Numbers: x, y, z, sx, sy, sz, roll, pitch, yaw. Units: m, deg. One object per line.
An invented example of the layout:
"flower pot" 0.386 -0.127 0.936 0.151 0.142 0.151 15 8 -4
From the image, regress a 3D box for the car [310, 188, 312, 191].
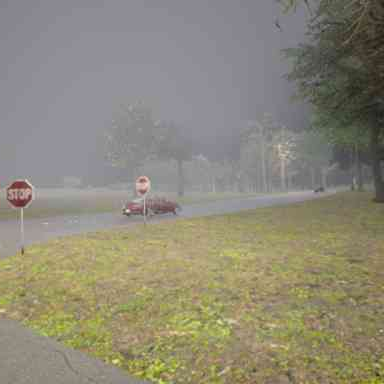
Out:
"car" 31.745 -0.920 85.307 1.895 1.301 4.718 -3 0 34

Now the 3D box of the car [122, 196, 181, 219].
"car" -2.662 0.963 22.401 1.812 1.442 4.674 -3 -1 34

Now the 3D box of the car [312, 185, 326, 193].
"car" 27.070 -0.657 69.941 1.837 1.490 4.892 -2 1 28
